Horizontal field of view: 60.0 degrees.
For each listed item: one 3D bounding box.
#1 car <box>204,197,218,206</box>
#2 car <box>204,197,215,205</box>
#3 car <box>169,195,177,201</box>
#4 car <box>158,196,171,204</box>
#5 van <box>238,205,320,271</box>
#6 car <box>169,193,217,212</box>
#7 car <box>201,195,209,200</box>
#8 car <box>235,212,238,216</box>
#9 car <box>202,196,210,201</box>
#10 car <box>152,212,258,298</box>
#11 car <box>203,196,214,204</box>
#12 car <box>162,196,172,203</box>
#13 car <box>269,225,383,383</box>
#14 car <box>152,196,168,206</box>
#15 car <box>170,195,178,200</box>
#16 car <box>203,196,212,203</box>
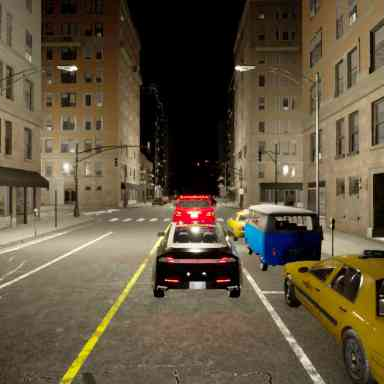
[{"bbox_3d":[3.033,1.570,53.921,1.947,1.339,4.313,1,0,1],"label":"car"},{"bbox_3d":[3.108,1.548,59.451,1.887,1.381,4.507,1,0,1],"label":"car"},{"bbox_3d":[-5.043,1.525,87.035,1.752,1.417,4.829,1,0,1],"label":"car"},{"bbox_3d":[-5.342,1.555,65.090,2.008,1.369,4.403,1,0,1],"label":"car"},{"bbox_3d":[2.686,1.343,10.584,1.690,1.788,3.998,1,0,0],"label":"van"},{"bbox_3d":[0.115,1.225,18.699,2.150,2.045,5.566,0,0,0],"label":"car"},{"bbox_3d":[3.558,1.548,92.632,2.008,1.369,4.403,1,0,1],"label":"car"},{"bbox_3d":[2.689,1.528,16.427,1.752,1.417,4.829,1,0,0],"label":"car"},{"bbox_3d":[3.408,1.566,81.572,1.947,1.339,4.313,1,0,1],"label":"car"},{"bbox_3d":[0.105,1.493,8.513,2.128,1.511,4.902,0,0,0],"label":"car"},{"bbox_3d":[3.183,1.554,64.981,2.008,1.369,4.403,1,0,1],"label":"car"},{"bbox_3d":[-5.266,1.548,70.619,1.887,1.381,4.507,1,0,1],"label":"car"},{"bbox_3d":[2.680,1.526,5.080,1.752,1.417,4.829,1,0,0],"label":"car"},{"bbox_3d":[-5.492,1.587,54.032,1.802,1.307,4.206,1,0,1],"label":"car"},{"bbox_3d":[-4.966,1.564,92.734,1.947,1.339,4.313,1,0,1],"label":"car"},{"bbox_3d":[3.258,1.547,70.511,1.887,1.381,4.507,1,0,1],"label":"car"}]
